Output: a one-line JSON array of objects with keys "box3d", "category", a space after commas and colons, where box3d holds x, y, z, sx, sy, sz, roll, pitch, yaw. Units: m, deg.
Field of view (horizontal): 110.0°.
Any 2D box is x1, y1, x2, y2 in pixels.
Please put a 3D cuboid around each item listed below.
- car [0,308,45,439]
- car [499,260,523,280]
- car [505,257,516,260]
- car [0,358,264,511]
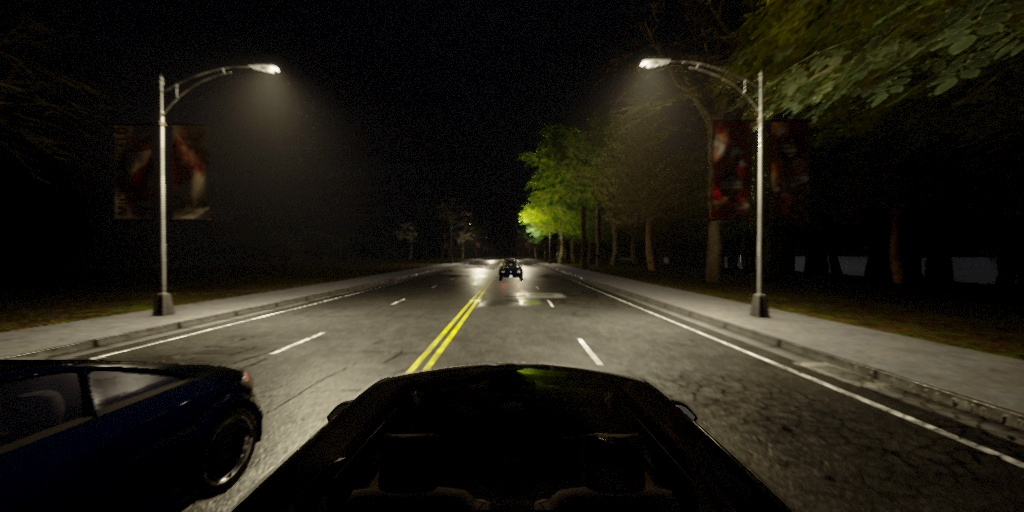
[{"box3d": [-6.594, 1.314, 2.201, 1.994, 1.385, 4.181, 0, 0, 0], "category": "car"}, {"box3d": [-0.102, 1.258, 30.177, 1.895, 1.301, 4.718, 0, 0, 0], "category": "car"}, {"box3d": [-0.191, 1.035, 52.084, 2.128, 1.511, 4.902, 0, 0, -1], "category": "car"}, {"box3d": [-3.344, 1.314, 1.667, 1.994, 1.385, 4.181, 0, 0, 0], "category": "car"}]
